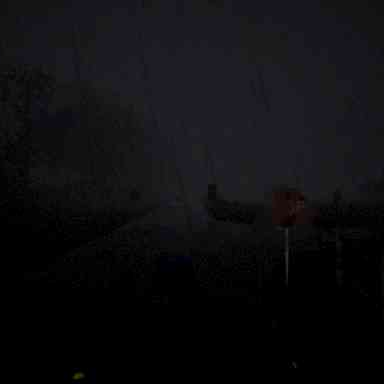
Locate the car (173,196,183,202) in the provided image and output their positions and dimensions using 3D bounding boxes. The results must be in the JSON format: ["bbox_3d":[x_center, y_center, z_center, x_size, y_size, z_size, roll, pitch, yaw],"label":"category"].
[{"bbox_3d":[-2.766,1.442,67.823,1.994,1.385,4.181,0,0,0],"label":"car"}]
